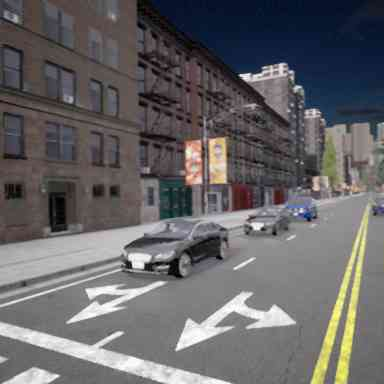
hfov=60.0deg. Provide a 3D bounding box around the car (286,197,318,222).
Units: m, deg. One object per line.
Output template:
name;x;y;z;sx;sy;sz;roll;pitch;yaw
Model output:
car;9.715;1.465;29.418;2.150;2.045;5.566;-2;-1;28

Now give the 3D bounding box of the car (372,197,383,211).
car;24.817;1.500;43.501;2.097;1.767;4.553;-2;-1;29

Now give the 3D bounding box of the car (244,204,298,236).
car;4.644;1.699;20.036;2.128;1.511;4.902;-2;-1;28

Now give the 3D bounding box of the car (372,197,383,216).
car;19.789;1.469;34.141;2.097;1.767;4.553;-2;-1;29

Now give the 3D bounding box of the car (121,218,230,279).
car;-0.301;1.662;10.908;2.128;1.511;4.902;-2;-1;27
